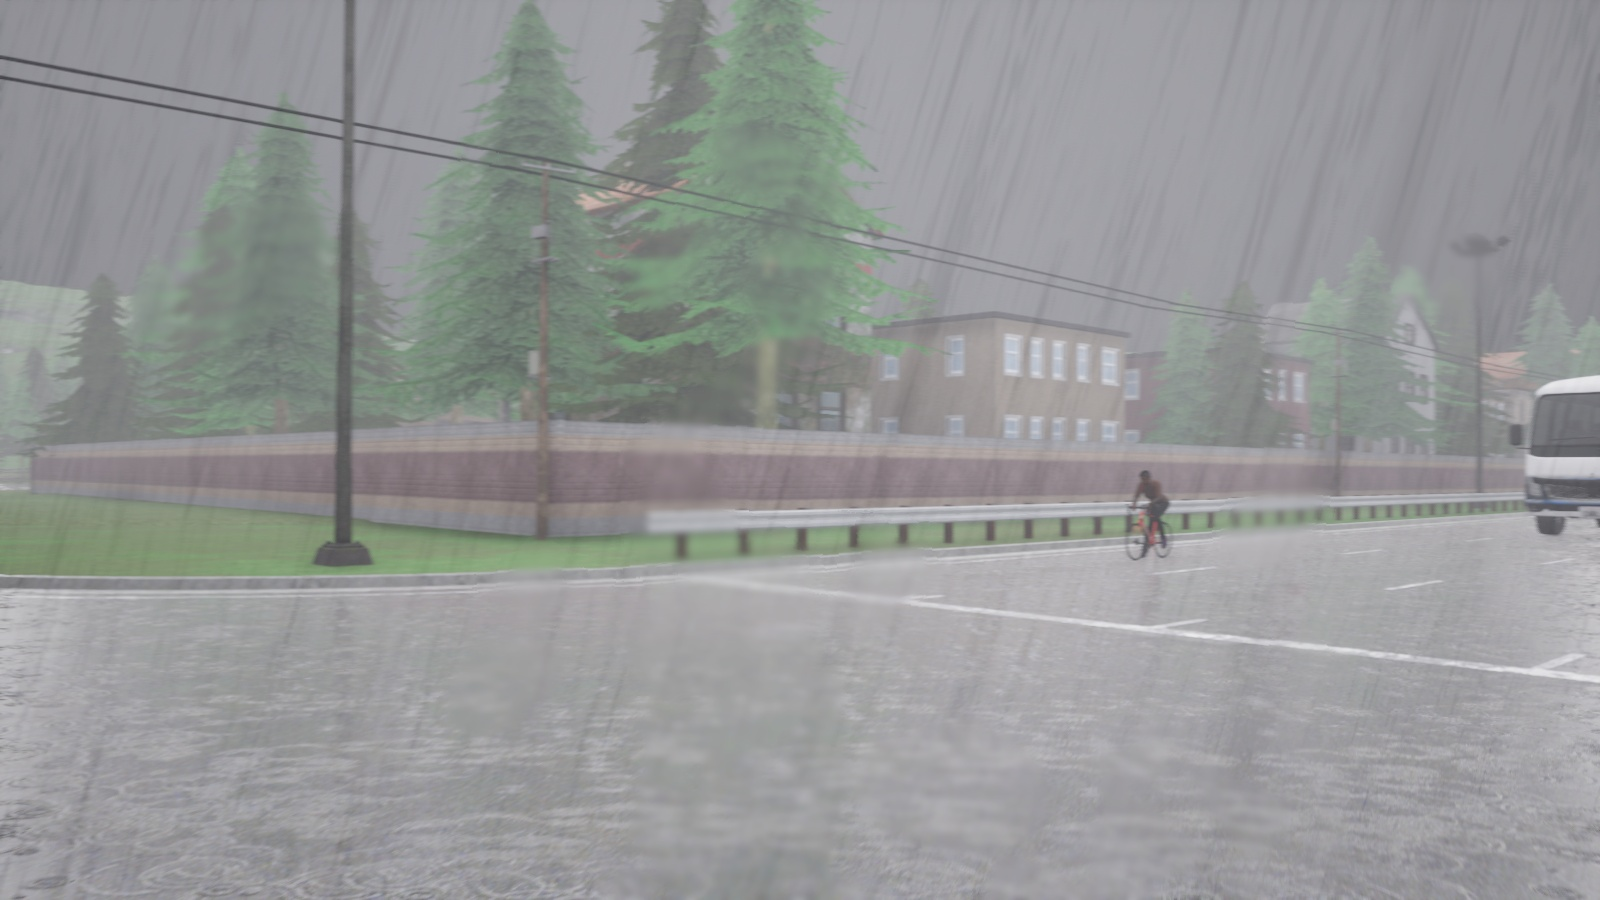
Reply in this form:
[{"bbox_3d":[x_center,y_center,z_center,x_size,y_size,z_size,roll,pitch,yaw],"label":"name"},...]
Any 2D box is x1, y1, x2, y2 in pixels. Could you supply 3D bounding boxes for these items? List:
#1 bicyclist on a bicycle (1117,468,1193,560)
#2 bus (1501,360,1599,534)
[{"bbox_3d":[6.512,1.146,22.978,1.656,1.620,0.582,0,-1,-45],"label":"bicyclist on a bicycle"},{"bbox_3d":[23.059,-0.012,34.349,10.273,4.253,3.944,1,-1,-44],"label":"bus"}]
